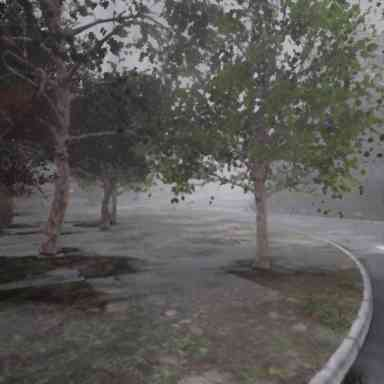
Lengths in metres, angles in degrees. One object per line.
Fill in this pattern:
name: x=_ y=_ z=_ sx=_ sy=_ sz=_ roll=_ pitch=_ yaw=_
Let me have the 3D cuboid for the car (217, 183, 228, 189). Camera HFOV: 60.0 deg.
car: x=7.661 y=-1.783 z=93.772 sx=2.163 sy=1.488 sz=4.792 roll=0 pitch=4 yaw=22

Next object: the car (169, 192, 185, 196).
car: x=-2.903 y=-0.047 z=68.005 sx=1.946 sy=1.575 sz=5.366 roll=0 pitch=4 yaw=22

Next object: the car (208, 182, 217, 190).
car: x=3.480 y=-1.364 z=83.553 sx=2.435 sy=2.045 sz=5.566 roll=0 pitch=4 yaw=22

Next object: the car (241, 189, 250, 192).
car: x=12.127 y=-0.685 z=73.860 sx=1.812 sy=1.442 sz=4.674 roll=0 pitch=4 yaw=23

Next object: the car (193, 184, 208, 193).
car: x=1.286 y=-0.749 z=78.204 sx=1.946 sy=1.575 sz=5.366 roll=0 pitch=4 yaw=22
